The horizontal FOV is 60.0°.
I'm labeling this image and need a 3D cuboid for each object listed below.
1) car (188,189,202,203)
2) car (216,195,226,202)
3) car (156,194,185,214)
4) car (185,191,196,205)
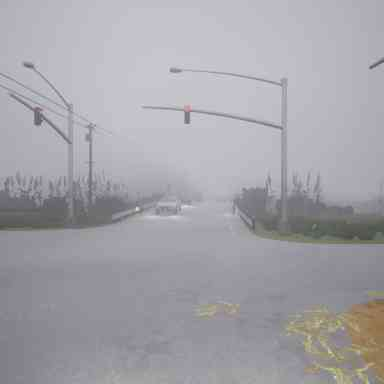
[{"bbox_3d":[0.258,0.569,51.246,2.150,2.045,5.566,0,-1,8],"label":"car"},{"bbox_3d":[5.882,1.316,66.574,1.882,1.535,5.008,0,-1,7],"label":"car"},{"bbox_3d":[-2.097,1.149,30.796,1.812,1.442,4.674,0,3,5],"label":"car"},{"bbox_3d":[-1.073,0.874,40.758,1.994,1.385,4.181,0,1,6],"label":"car"}]
